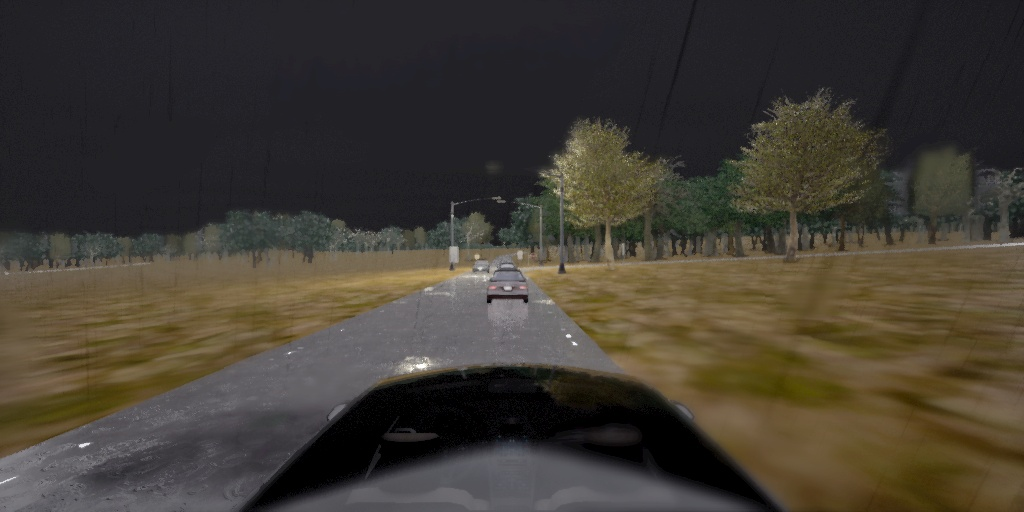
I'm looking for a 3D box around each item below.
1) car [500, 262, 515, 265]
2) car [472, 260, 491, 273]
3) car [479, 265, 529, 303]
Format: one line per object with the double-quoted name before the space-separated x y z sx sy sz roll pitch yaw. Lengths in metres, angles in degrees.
"car" -0.416 1.282 31.561 1.812 1.442 4.674 0 0 -1
"car" -3.571 1.270 42.482 2.128 1.511 4.902 0 0 -1
"car" -0.203 1.312 16.563 2.033 1.411 5.357 0 0 -1
